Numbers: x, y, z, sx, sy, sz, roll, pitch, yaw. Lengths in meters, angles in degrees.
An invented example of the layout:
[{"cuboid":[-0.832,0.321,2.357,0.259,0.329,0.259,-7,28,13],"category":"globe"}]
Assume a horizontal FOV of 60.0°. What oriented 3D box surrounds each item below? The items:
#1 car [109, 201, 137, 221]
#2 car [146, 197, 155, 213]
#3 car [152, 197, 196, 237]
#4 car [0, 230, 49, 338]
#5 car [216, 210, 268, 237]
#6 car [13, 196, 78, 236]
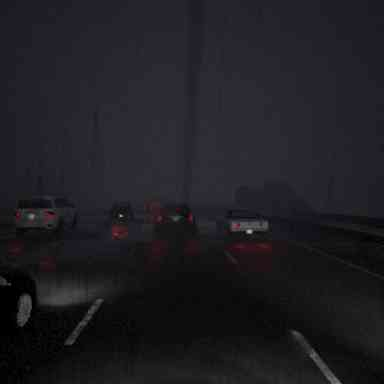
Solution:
[{"cuboid":[-5.656,1.539,27.251,1.837,1.490,4.892,0,0,-8],"category":"car"},{"cuboid":[-4.202,1.394,38.669,2.097,1.767,4.553,0,0,-12],"category":"car"},{"cuboid":[-1.023,1.371,18.518,2.097,1.767,4.553,0,0,-6],"category":"car"},{"cuboid":[-3.555,1.514,3.824,1.837,1.490,4.892,0,0,-1],"category":"car"},{"cuboid":[2.555,1.614,18.237,1.895,1.301,4.718,0,0,-6],"category":"car"},{"cuboid":[-8.055,1.250,18.780,2.150,2.045,5.566,0,0,-6],"category":"car"}]
